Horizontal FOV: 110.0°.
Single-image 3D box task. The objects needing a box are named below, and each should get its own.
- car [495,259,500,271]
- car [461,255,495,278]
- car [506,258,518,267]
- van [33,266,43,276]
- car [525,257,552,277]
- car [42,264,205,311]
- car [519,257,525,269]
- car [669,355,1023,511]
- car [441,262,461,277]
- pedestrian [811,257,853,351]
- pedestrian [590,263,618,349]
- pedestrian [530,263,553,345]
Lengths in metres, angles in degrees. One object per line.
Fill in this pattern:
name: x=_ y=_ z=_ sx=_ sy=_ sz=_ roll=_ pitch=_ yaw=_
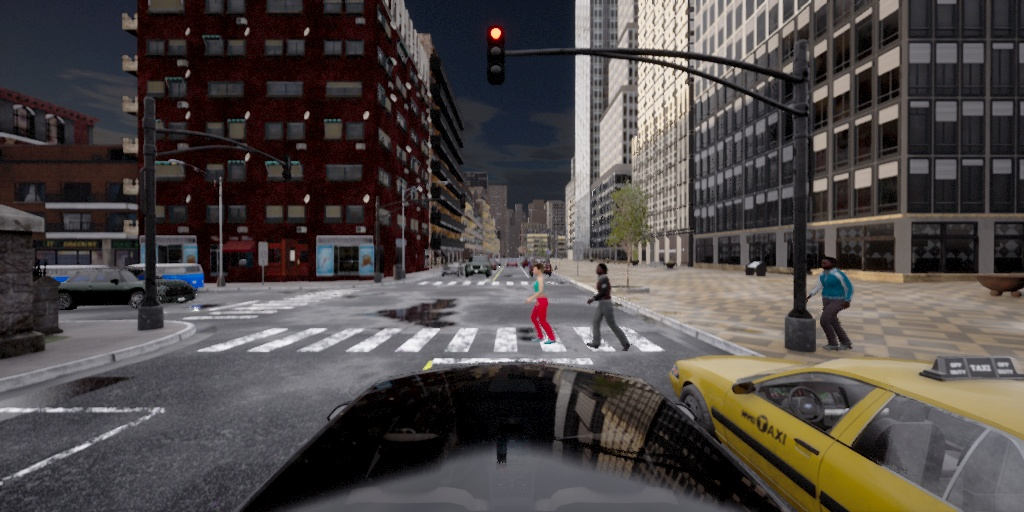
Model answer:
car: x=-3.068 y=1.053 z=47.537 sx=2.097 sy=1.767 sz=4.553 roll=0 pitch=0 yaw=0
car: x=-3.073 y=0.923 z=33.648 sx=2.150 sy=2.045 sz=5.566 roll=0 pitch=1 yaw=0
car: x=0.024 y=1.258 z=63.789 sx=1.994 sy=1.385 sz=4.181 roll=0 pitch=0 yaw=0
van: x=-26.297 y=1.449 z=21.318 sx=3.998 sy=1.789 sz=1.690 roll=0 pitch=0 yaw=0
car: x=2.702 y=1.020 z=34.596 sx=2.192 sy=1.841 sz=5.009 roll=0 pitch=0 yaw=0
car: x=-16.655 y=1.334 z=15.609 sx=4.553 sy=1.767 sz=2.097 roll=-1 pitch=0 yaw=0
car: x=2.711 y=1.009 z=56.701 sx=2.192 sy=1.841 sz=5.009 roll=0 pitch=0 yaw=0
car: x=2.689 y=1.274 z=2.354 sx=1.751 sy=1.417 sz=4.829 roll=0 pitch=0 yaw=0
car: x=-5.678 y=1.256 z=34.599 sx=2.007 sy=1.370 sz=4.403 roll=0 pitch=0 yaw=0
pedestrian: x=6.097 y=0.883 z=6.849 sx=0.375 sy=1.860 sz=0.375 roll=0 pitch=0 yaw=0
pedestrian: x=1.928 y=1.034 z=7.529 sx=0.375 sy=1.860 sz=0.375 roll=0 pitch=0 yaw=0
pedestrian: x=0.656 y=1.042 z=8.063 sx=0.375 sy=1.860 sz=0.375 roll=0 pitch=0 yaw=0
